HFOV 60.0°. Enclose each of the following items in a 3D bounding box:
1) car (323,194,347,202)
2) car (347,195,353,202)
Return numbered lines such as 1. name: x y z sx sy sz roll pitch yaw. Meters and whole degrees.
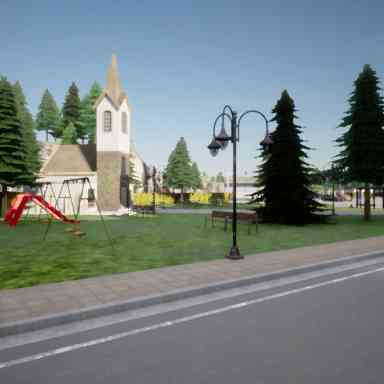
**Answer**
1. car: 30.587 1.355 72.599 2.007 1.523 4.514 0 0 -34
2. car: 33.159 1.345 74.396 2.152 1.636 5.027 0 0 -34
